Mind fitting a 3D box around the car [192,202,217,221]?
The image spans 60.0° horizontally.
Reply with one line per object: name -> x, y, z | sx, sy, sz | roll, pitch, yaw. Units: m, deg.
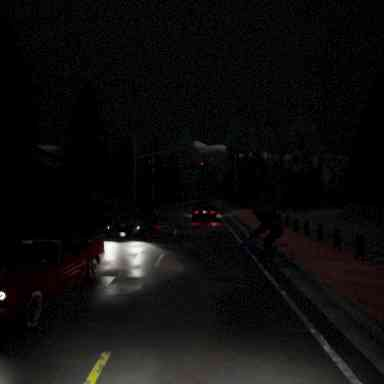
car -> 0.975, 1.488, 26.317 | 2.033, 1.411, 5.357 | 0, 0, 2

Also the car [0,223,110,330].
car -> -3.404, 1.584, 7.000 | 1.895, 1.301, 4.718 | 0, 0, 2

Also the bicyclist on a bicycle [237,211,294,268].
bicyclist on a bicycle -> 2.114, 1.380, 9.617 | 1.656, 1.620, 0.582 | 0, 0, 2

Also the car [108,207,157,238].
car -> -3.017, 1.507, 17.610 | 2.033, 1.411, 5.357 | 0, 0, 2
